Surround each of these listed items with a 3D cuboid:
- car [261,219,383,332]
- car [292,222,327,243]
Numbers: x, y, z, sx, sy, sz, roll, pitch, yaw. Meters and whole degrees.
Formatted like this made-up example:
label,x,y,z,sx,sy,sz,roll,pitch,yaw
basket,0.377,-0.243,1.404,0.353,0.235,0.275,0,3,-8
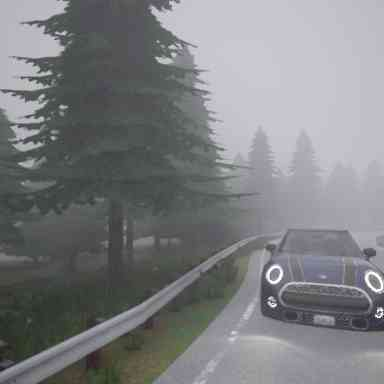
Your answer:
label,x,y,z,sx,sy,sz,roll,pitch,yaw
car,2.790,1.543,7.414,2.097,1.767,4.553,0,-3,18
car,9.346,3.108,26.178,1.994,1.385,4.181,0,-4,28
